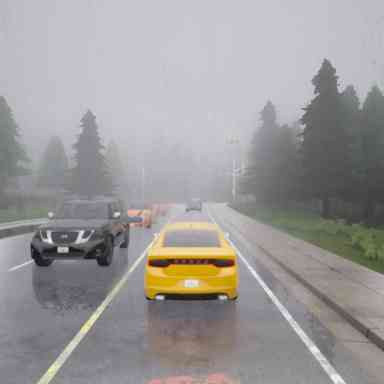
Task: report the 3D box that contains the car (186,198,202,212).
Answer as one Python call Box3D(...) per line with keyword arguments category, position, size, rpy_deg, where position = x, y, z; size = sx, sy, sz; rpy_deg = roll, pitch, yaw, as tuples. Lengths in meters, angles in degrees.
Box3D(category="car", position=(0.224, 1.663, 39.012), size=(2.033, 1.411, 5.357), rpy_deg=(0, 0, 2))

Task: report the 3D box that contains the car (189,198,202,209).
Box3D(category="car", position=(0.607, 1.654, 49.405), size=(1.837, 1.490, 4.892), rpy_deg=(0, 0, 2))

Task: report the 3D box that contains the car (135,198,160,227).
Box3D(category="car", position=(-3.589, 1.415, 22.222), size=(2.097, 1.767, 4.553), rpy_deg=(0, 0, 0))

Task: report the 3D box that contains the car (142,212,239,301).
Box3D(category="car", position=(-0.011, 1.497, 8.451), size=(1.882, 1.535, 5.008), rpy_deg=(0, 0, 0))

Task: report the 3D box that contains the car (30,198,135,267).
Box3D(category="car", position=(-3.628, 1.252, 11.928), size=(2.150, 2.045, 5.566), rpy_deg=(0, 0, -2))

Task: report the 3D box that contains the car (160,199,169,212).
Box3D(category="car", position=(-3.450, 1.447, 32.473), size=(2.097, 1.767, 4.553), rpy_deg=(0, 0, 1))
